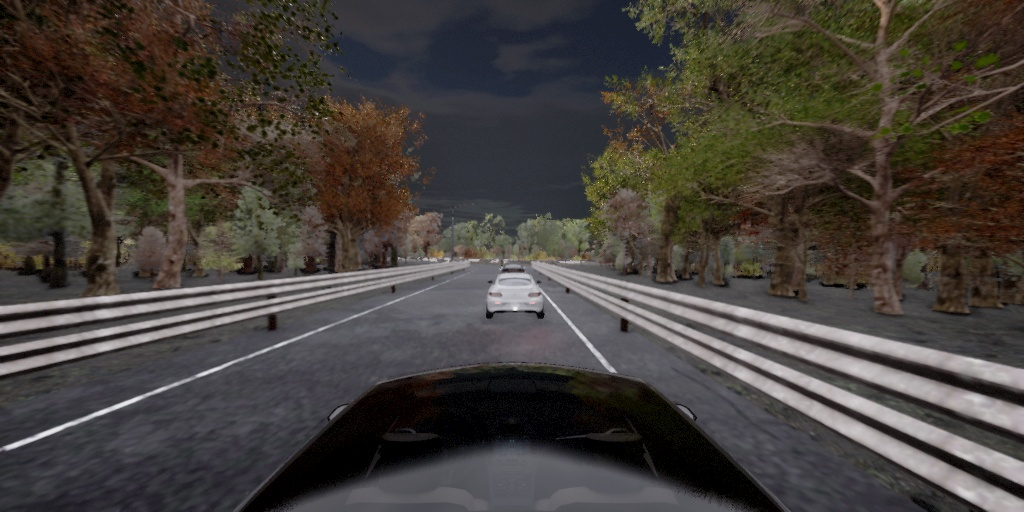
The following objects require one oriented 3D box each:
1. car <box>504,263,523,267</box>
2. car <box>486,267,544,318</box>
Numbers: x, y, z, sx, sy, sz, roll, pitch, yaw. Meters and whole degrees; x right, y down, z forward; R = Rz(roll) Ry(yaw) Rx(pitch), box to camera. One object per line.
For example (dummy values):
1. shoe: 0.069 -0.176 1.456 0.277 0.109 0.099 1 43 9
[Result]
1. car: 0.096 1.297 29.732 1.882 1.535 5.008 0 0 0
2. car: 0.098 1.305 12.920 1.812 1.442 4.674 0 0 0
